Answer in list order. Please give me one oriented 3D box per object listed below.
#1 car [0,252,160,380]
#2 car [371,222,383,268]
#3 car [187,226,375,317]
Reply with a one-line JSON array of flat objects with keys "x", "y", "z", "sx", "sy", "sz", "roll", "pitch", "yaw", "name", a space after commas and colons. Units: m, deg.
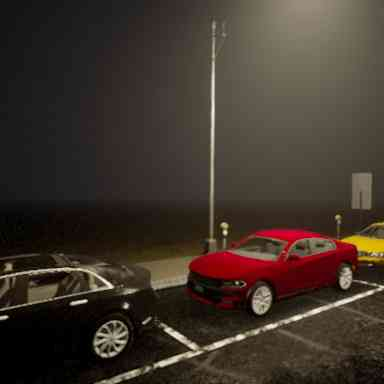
[{"x": -2.536, "y": 1.551, "z": 4.280, "sx": 4.403, "sy": 1.369, "sz": 2.008, "roll": 0, "pitch": 1, "yaw": -36, "name": "car"}, {"x": 6.339, "y": 1.560, "z": 10.612, "sx": 4.829, "sy": 1.417, "sz": 1.752, "roll": 0, "pitch": 1, "yaw": -36, "name": "car"}, {"x": 1.971, "y": 1.563, "z": 7.496, "sx": 4.507, "sy": 1.381, "sz": 1.887, "roll": 0, "pitch": 1, "yaw": -36, "name": "car"}]
